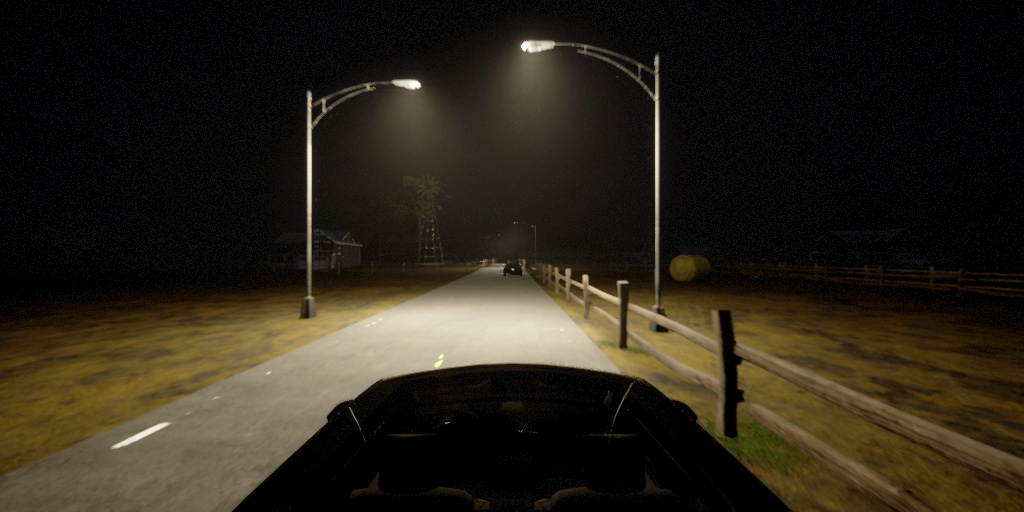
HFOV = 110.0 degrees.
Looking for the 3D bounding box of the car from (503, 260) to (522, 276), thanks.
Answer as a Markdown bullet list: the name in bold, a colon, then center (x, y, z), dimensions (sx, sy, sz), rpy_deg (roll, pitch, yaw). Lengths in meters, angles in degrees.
- **car**: center (0.091, 1.332, 37.981), dimensions (1.994, 1.385, 4.181), rpy_deg (0, 0, 0)
